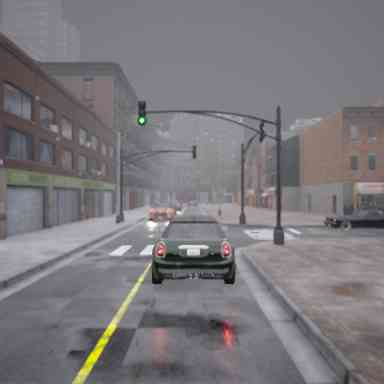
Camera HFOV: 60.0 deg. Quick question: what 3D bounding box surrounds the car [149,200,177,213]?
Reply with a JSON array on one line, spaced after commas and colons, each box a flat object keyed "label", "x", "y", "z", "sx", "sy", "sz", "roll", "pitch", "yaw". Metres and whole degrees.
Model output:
[{"label": "car", "x": -2.833, "y": 1.753, "z": 31.848, "sx": 2.097, "sy": 1.767, "sz": 4.553, "roll": 0, "pitch": -1, "yaw": 0}]

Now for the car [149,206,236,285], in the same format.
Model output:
[{"label": "car", "x": 0.052, "y": 1.477, "z": 10.030, "sx": 2.097, "sy": 1.767, "sz": 4.553, "roll": 0, "pitch": -1, "yaw": 0}]

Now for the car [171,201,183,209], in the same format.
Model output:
[{"label": "car", "x": -2.763, "y": 2.354, "z": 61.992, "sx": 2.033, "sy": 1.411, "sz": 5.357, "roll": 0, "pitch": -1, "yaw": 0}]

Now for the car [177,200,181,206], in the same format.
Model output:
[{"label": "car", "x": -2.828, "y": 2.073, "z": 41.314, "sx": 2.033, "sy": 1.411, "sz": 5.357, "roll": 0, "pitch": -1, "yaw": 0}]

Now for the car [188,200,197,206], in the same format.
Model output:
[{"label": "car", "x": 0.043, "y": 2.519, "z": 73.519, "sx": 1.994, "sy": 1.385, "sz": 4.181, "roll": 0, "pitch": -1, "yaw": 0}]

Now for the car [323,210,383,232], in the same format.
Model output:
[{"label": "car", "x": 10.937, "y": 1.795, "z": 21.197, "sx": 4.718, "sy": 1.301, "sz": 1.895, "roll": 0, "pitch": 0, "yaw": 0}]
